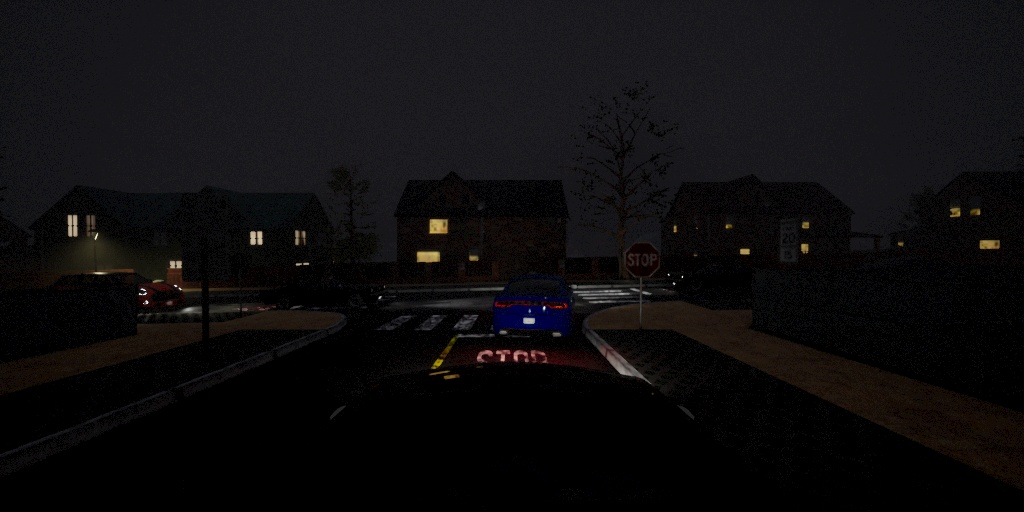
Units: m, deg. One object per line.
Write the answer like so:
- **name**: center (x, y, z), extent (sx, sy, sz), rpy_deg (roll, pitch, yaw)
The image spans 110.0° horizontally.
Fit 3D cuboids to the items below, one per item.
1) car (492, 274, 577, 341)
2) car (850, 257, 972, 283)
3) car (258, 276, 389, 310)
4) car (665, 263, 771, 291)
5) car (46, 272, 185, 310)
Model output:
- **car**: center (0.780, 1.226, 10.046), extent (1.882, 1.535, 5.008), rpy_deg (0, 0, 10)
- **car**: center (20.044, 0.753, 18.232), extent (5.357, 1.411, 2.033), rpy_deg (-1, 1, 0)
- **car**: center (-7.822, 1.506, 15.247), extent (4.718, 1.301, 1.895), rpy_deg (-1, 1, 0)
- **car**: center (10.398, 1.034, 18.188), extent (4.718, 1.301, 1.895), rpy_deg (-1, 1, -1)
- **car**: center (-16.809, 1.471, 15.233), extent (4.553, 1.767, 2.097), rpy_deg (-1, 1, 0)
